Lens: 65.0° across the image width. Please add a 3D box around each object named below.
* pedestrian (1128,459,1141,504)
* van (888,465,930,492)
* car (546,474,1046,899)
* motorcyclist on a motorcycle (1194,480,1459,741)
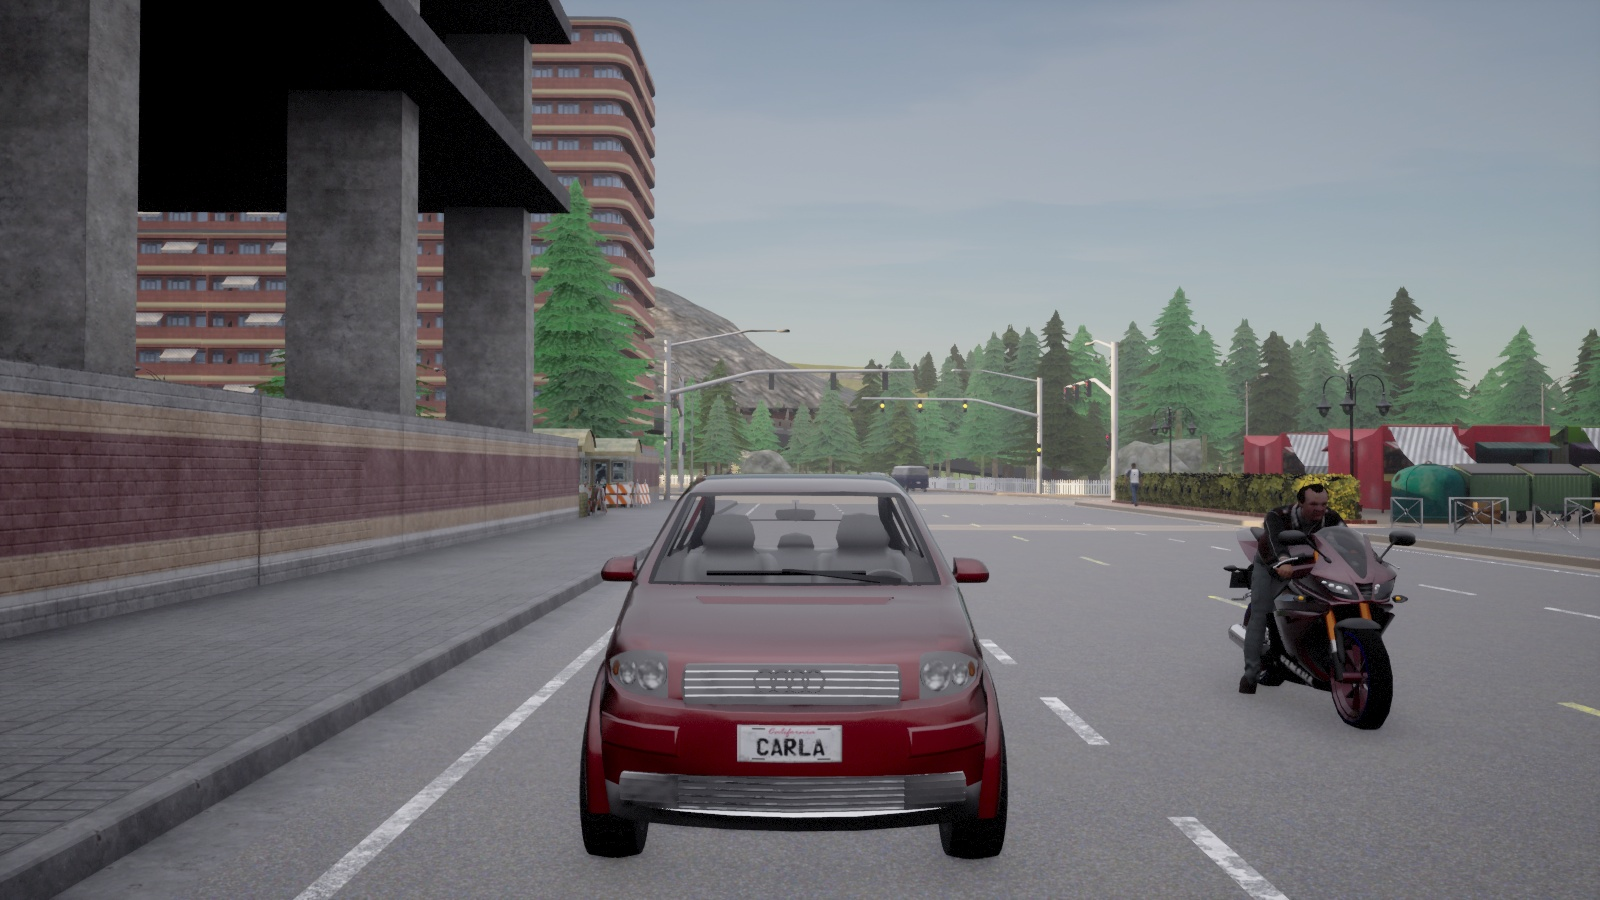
[{"bbox_3d":[13.789,1.280,51.764,0.354,1.836,0.706,0,-1,0],"label":"pedestrian"},{"bbox_3d":[8.260,2.132,95.394,1.775,1.987,4.442,0,-1,-15],"label":"van"},{"bbox_3d":[-0.016,0.900,6.363,1.789,1.549,3.705,0,-1,0],"label":"car"},{"bbox_3d":[3.476,0.979,8.565,0.866,1.530,2.191,0,-1,0],"label":"motorcyclist on a motorcycle"}]
